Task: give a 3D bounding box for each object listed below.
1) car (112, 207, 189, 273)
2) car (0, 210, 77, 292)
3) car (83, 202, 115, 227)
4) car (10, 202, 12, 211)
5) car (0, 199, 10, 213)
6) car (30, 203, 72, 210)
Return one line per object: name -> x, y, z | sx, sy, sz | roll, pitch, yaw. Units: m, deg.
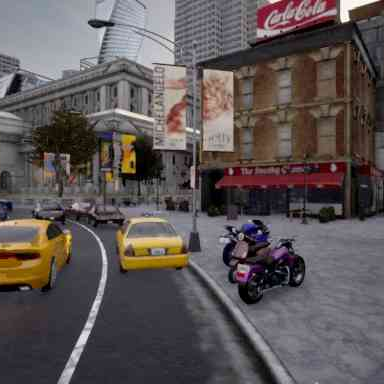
car -> -1.493, 1.456, 10.762 | 1.801, 1.575, 5.366 | 0, 0, -15
car -> -4.415, 1.474, 8.819 | 1.882, 1.535, 5.008 | 0, 0, -13
car -> -6.003, 1.591, 22.679 | 1.895, 1.301, 4.718 | 0, 0, -25
car -> -21.926, 1.457, 37.247 | 5.008, 1.535, 1.882 | 0, 0, 40
car -> -13.306, 1.339, 21.777 | 2.097, 1.767, 4.553 | 0, 0, -30
car -> -10.185, 1.483, 23.385 | 2.128, 1.511, 4.902 | 0, 0, -30
